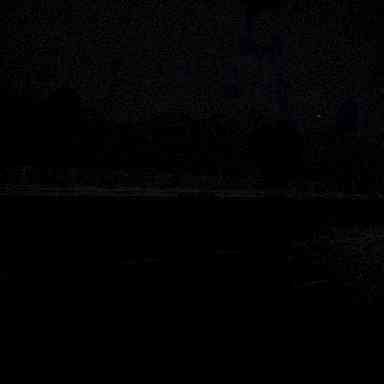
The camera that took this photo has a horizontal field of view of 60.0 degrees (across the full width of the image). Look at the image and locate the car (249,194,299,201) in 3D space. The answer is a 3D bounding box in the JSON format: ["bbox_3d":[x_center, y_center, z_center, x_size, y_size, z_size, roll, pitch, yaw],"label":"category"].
[{"bbox_3d":[5.638,0.925,23.853,4.902,1.511,2.128,1,2,-32],"label":"car"}]

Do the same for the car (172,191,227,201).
[{"bbox_3d":[0.651,0.704,28.999,4.718,1.301,1.895,1,2,-32],"label":"car"}]

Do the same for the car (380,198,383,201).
[{"bbox_3d":[29.083,1.220,46.565,4.902,1.511,2.128,2,2,-31],"label":"car"}]

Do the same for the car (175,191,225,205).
[{"bbox_3d":[0.822,0.580,33.214,4.718,1.301,1.895,1,2,-32],"label":"car"}]

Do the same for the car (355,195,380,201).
[{"bbox_3d":[26.128,1.141,48.848,4.718,1.301,1.895,2,2,-31],"label":"car"}]
